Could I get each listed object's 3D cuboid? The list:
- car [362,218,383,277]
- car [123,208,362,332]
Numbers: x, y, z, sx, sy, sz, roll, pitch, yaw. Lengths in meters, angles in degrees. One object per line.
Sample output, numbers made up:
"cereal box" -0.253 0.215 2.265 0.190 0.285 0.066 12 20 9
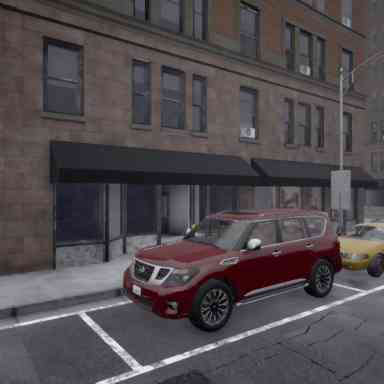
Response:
"car" 5.612 1.525 10.200 4.829 1.417 1.752 0 0 -35
"car" 1.127 1.315 7.003 5.009 1.841 2.192 0 0 -35
